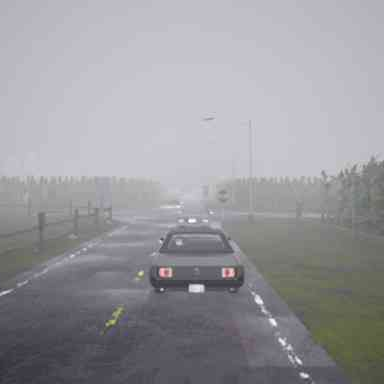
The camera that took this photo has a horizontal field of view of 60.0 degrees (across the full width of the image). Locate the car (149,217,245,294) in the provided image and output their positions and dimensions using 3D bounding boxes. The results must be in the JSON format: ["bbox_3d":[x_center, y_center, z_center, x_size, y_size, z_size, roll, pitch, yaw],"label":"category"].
[{"bbox_3d":[0.095,1.576,8.670,1.895,1.301,4.718,0,0,0],"label":"car"}]

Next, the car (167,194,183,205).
[{"bbox_3d":[-2.896,1.425,52.601,1.895,1.301,4.718,0,0,0],"label":"car"}]

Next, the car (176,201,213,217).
[{"bbox_3d":[0.202,1.490,19.279,2.033,1.411,5.357,0,0,3],"label":"car"}]
